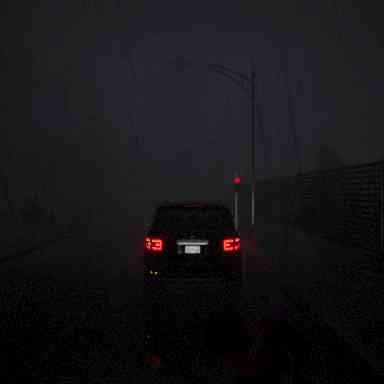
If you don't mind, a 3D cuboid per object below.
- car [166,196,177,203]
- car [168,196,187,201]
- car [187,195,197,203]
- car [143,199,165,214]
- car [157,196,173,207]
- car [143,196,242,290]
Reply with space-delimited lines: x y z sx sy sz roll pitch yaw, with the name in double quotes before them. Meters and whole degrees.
"car" -4.095 1.600 67.959 1.895 1.301 4.718 0 0 0
"car" -3.815 1.595 87.275 4.718 1.301 1.895 0 0 40
"car" 0.012 1.477 69.464 1.882 1.535 5.008 0 0 0
"car" -4.145 1.506 36.951 1.837 1.490 4.892 0 0 0
"car" -4.157 1.491 51.958 2.128 1.511 4.902 0 0 0
"car" 0.032 1.221 9.199 2.150 2.045 5.566 0 0 0
